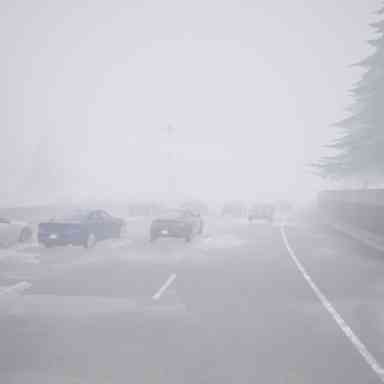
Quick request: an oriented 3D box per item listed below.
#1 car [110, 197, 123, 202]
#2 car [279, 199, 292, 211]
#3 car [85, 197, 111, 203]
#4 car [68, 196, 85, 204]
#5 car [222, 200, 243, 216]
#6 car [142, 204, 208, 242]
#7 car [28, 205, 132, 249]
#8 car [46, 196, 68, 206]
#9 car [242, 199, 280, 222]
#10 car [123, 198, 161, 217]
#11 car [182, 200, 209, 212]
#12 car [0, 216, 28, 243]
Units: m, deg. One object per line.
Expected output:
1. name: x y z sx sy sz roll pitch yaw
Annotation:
1. car: -9.164 1.563 47.409 1.994 1.385 4.181 0 0 23
2. car: 10.853 1.563 40.284 1.994 1.385 4.181 0 0 24
3. car: -12.644 1.491 48.142 2.128 1.511 4.902 0 0 23
4. car: -15.737 1.506 49.820 1.837 1.490 4.892 0 -1 23
5. car: 4.227 1.525 33.196 1.812 1.442 4.674 0 0 19
6. car: -0.658 1.525 16.284 1.812 1.442 4.674 0 0 12
7. car: -4.581 1.477 14.600 1.882 1.535 5.008 0 0 11
8. car: -19.513 1.350 49.825 2.097 1.767 4.553 0 0 23
9. car: 5.609 1.547 26.354 2.033 1.411 5.357 0 0 18
10. car: -4.053 1.477 30.534 1.882 1.535 5.008 0 0 17
11. car: 0.258 1.490 32.413 2.128 1.511 4.902 0 0 19
12. car: -8.416 1.525 13.192 1.812 1.442 4.674 0 0 10
